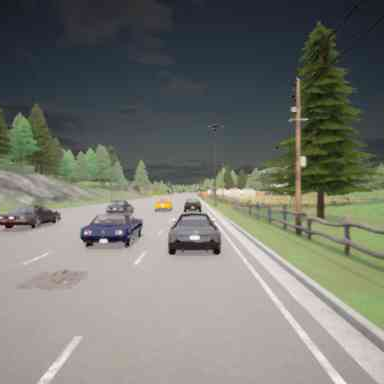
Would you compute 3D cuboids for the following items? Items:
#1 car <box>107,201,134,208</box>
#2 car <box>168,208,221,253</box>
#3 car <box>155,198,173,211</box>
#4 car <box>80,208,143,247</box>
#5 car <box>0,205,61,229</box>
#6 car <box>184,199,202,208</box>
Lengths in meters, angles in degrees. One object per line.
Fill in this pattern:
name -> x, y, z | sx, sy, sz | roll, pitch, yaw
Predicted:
car -> -6.918, 1.559, 32.258 | 2.033, 1.411, 5.357 | 0, 0, 0
car -> 0.092, 1.570, 13.673 | 1.994, 1.385, 4.181 | 0, 0, 0
car -> -3.423, 1.494, 41.376 | 1.882, 1.535, 5.008 | 0, 0, 0
car -> -3.419, 1.607, 15.116 | 1.895, 1.301, 4.718 | 0, 0, 0
car -> -10.414, 1.554, 21.736 | 2.033, 1.411, 5.357 | 0, 0, 0
car -> 0.079, 1.493, 37.528 | 1.882, 1.535, 5.008 | 0, 0, 0
